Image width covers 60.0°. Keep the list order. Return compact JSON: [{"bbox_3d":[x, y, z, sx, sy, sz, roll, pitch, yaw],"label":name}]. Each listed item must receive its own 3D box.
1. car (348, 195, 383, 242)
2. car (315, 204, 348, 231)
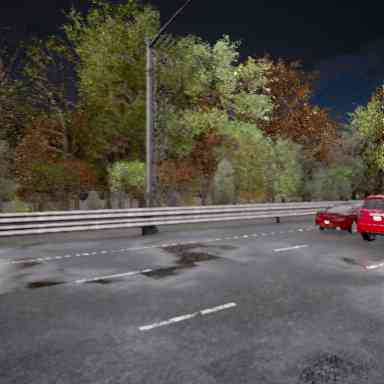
[{"bbox_3d":[9.636,1.157,14.893,5.566,2.045,2.150,0,0,-35],"label":"car"},{"bbox_3d":[9.038,1.407,18.756,5.008,1.535,1.882,-1,0,-35],"label":"car"}]
